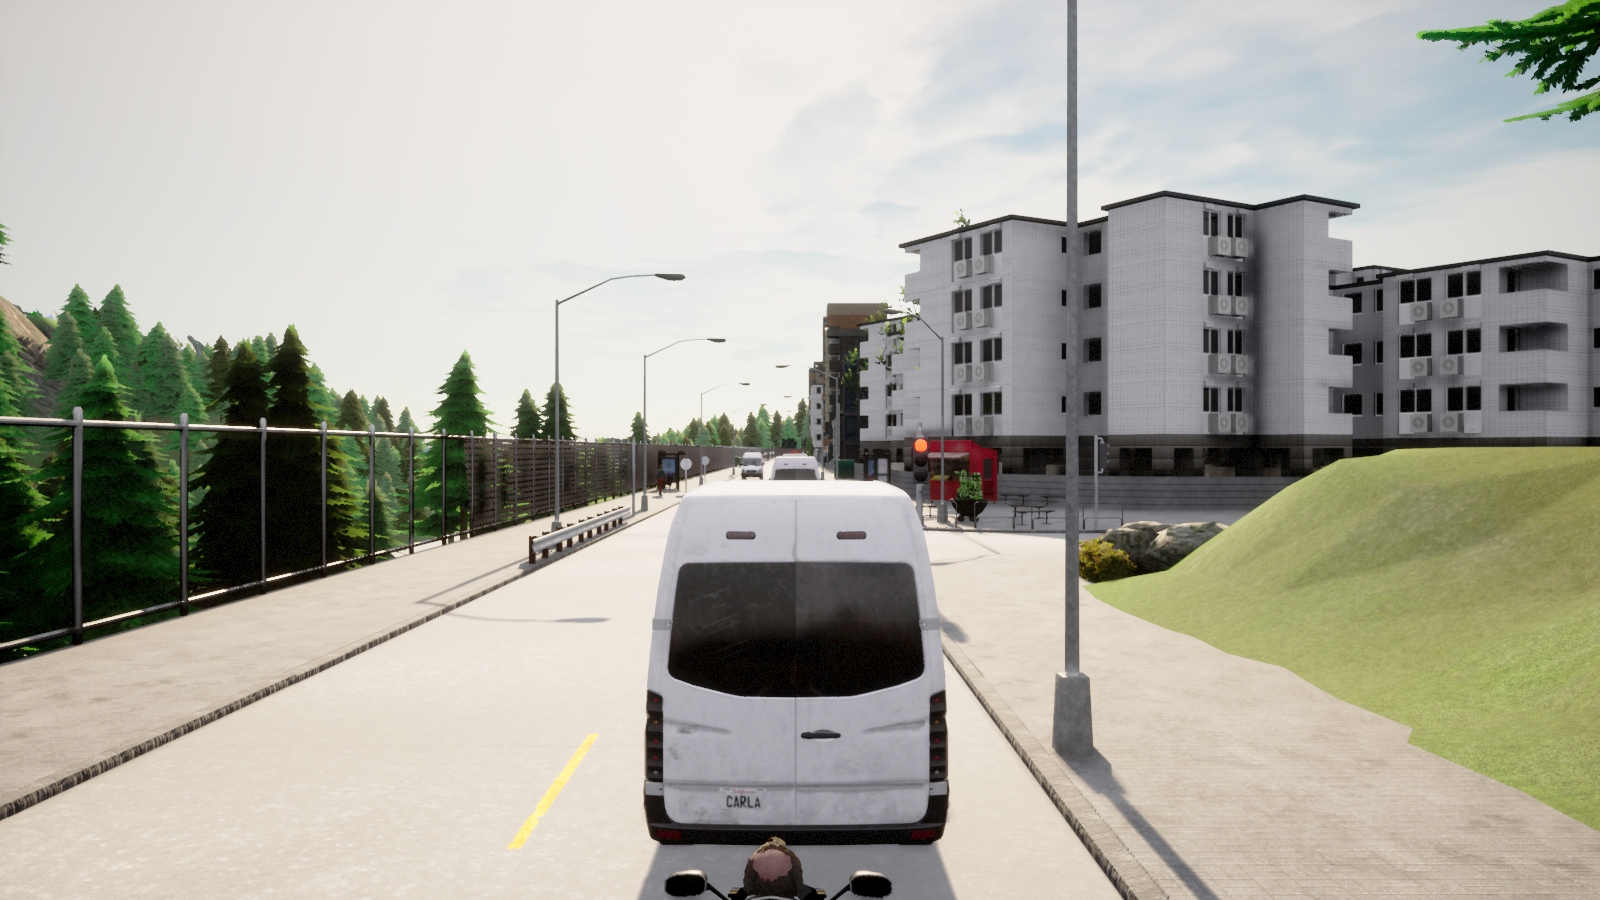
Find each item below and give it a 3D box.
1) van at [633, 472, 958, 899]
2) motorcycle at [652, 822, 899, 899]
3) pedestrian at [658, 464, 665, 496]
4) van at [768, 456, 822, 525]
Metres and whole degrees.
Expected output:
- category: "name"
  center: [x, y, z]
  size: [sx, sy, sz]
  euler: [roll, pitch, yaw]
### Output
- category: "van"
  center: [-0.034, 1.534, 9.946]
  size: [1.988, 2.561, 5.915]
  euler: [0, 0, 0]
- category: "motorcycle"
  center: [-0.090, 2.205, 3.746]
  size: [0.867, 1.251, 2.209]
  euler: [0, 0, 1]
- category: "pedestrian"
  center: [-8.094, 1.744, 66.585]
  size: [0.375, 1.860, 0.375]
  euler: [0, 0, -9]
- category: "van"
  center: [-0.195, 1.534, 45.551]
  size: [1.988, 2.561, 5.915]
  euler: [0, 0, 0]
